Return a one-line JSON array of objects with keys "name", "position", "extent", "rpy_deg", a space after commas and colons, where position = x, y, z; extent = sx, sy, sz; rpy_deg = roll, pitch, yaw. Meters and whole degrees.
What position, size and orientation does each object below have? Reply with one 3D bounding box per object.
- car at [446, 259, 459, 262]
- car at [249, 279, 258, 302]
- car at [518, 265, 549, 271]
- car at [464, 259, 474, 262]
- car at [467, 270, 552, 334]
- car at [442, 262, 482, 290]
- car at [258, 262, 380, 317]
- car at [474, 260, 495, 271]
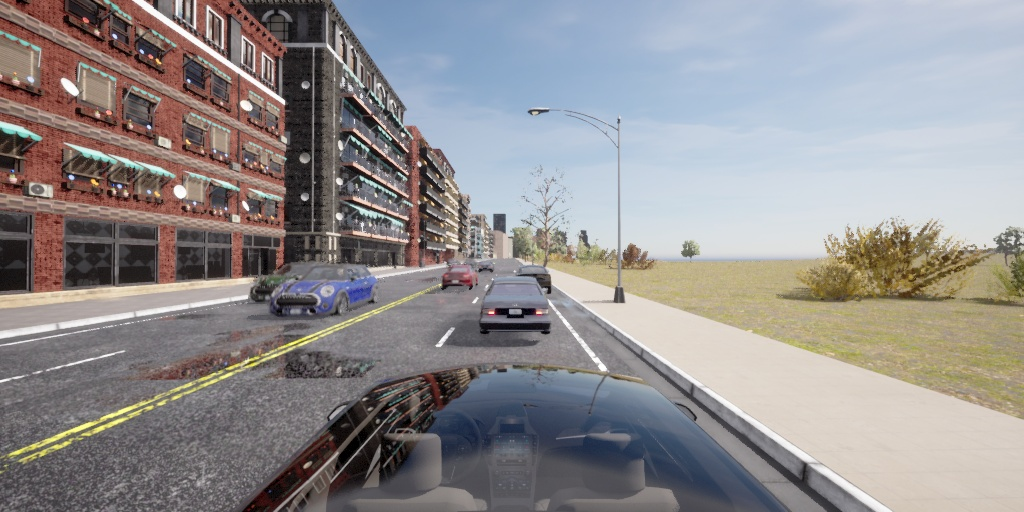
[{"name": "car", "position": [-9.881, 1.242, 60.201], "extent": [2.128, 1.511, 4.902], "rpy_deg": [0, 0, 0]}, {"name": "car", "position": [-9.865, 1.104, 16.791], "extent": [2.097, 1.767, 4.553], "rpy_deg": [0, 0, 0]}, {"name": "car", "position": [1.119, 1.230, 20.327], "extent": [1.882, 1.535, 5.008], "rpy_deg": [0, 0, 0]}, {"name": "car", "position": [-6.640, 1.255, 56.333], "extent": [1.837, 1.490, 4.892], "rpy_deg": [0, 0, 0]}, {"name": "car", "position": [0.094, 1.299, 10.564], "extent": [2.033, 1.411, 5.357], "rpy_deg": [0, 0, 0]}, {"name": "car", "position": [-3.170, 1.278, 22.353], "extent": [1.812, 1.442, 4.674], "rpy_deg": [0, 0, 0]}, {"name": "car", "position": [-6.611, 1.103, 13.193], "extent": [2.097, 1.767, 4.553], "rpy_deg": [0, 0, 0]}, {"name": "car", "position": [-3.189, 1.298, 44.855], "extent": [2.033, 1.411, 5.357], "rpy_deg": [0, 0, 0]}]
